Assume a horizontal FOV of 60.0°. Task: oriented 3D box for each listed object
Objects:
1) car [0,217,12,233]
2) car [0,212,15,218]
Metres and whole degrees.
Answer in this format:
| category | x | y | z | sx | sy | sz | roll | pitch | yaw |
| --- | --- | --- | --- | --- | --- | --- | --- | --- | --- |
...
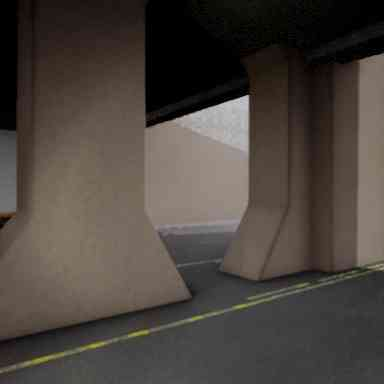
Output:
| category | x | y | z | sx | sy | sz | roll | pitch | yaw |
| --- | --- | --- | --- | --- | --- | --- | --- | --- | --- |
| car | -5.132 | 1.552 | 8.930 | 5.357 | 1.411 | 2.033 | 0 | 0 | -35 |
| car | -6.843 | 1.483 | 12.009 | 5.008 | 1.535 | 1.882 | 0 | 0 | -35 |
